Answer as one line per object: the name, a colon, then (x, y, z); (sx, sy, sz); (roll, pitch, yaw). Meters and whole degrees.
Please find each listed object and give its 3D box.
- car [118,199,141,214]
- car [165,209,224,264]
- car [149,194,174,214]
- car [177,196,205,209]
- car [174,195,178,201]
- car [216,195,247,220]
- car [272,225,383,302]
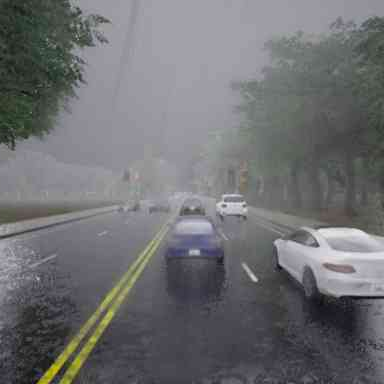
car: (-6.681, 1.529, 35.981); (2.128, 1.511, 4.902); (0, 0, 0)
car: (0.073, 1.538, 11.697); (1.812, 1.442, 4.674); (0, 0, 0)
car: (-3.431, 1.390, 36.094); (2.097, 1.767, 4.553); (0, 0, 0)
car: (0.032, 1.382, 29.128); (2.097, 1.767, 4.553); (0, 0, 0)
car: (-3.591, 1.528, 76.843); (1.812, 1.442, 4.674); (0, 0, 0)
car: (3.287, 1.252, 28.413); (2.150, 2.045, 5.566); (0, 0, 0)
car: (3.316, 1.534, 8.190); (1.812, 1.442, 4.674); (0, 0, 0)
